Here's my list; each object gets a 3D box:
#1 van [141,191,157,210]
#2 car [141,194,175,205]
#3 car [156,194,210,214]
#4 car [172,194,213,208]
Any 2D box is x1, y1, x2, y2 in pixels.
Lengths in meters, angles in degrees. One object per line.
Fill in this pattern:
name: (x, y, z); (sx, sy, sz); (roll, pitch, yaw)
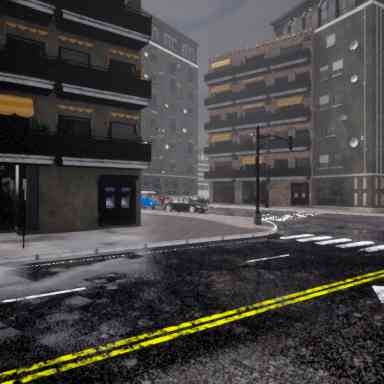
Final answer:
van: (-5.024, 0.818, 32.609); (3.998, 1.788, 1.690); (1, 0, 37)
car: (-4.414, 0.962, 42.608); (4.206, 1.307, 1.802); (1, 0, 37)
car: (-0.604, 1.138, 29.301); (4.403, 1.369, 2.008); (1, 0, 37)
car: (0.013, 1.042, 39.301); (4.403, 1.369, 2.008); (1, 0, 37)
